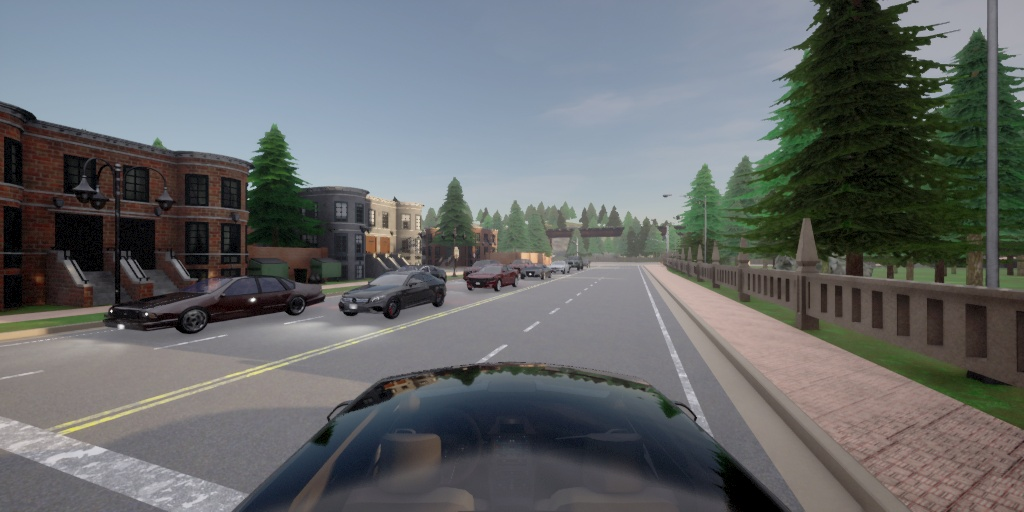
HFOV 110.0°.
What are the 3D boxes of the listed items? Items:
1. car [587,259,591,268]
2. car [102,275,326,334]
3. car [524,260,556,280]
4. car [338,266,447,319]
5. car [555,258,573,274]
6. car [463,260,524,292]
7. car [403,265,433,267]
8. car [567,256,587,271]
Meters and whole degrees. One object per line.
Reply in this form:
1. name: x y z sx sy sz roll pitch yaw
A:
1. car: 12.255 1.255 61.013 1.837 1.490 4.892 0 0 19
2. car: -8.467 1.297 11.066 2.033 1.411 5.357 0 0 19
3. car: 2.168 1.314 31.422 1.994 1.385 4.181 0 0 20
4. car: -4.072 1.276 13.111 1.812 1.442 4.674 0 0 19
5. car: 5.409 1.276 40.971 1.812 1.442 4.674 0 0 19
6. car: -1.067 1.228 21.942 1.882 1.535 5.008 0 0 19
7. car: -5.417 1.242 20.040 2.128 1.511 4.902 0 0 18
8. car: 8.775 0.971 50.844 2.150 2.045 5.566 0 0 19
